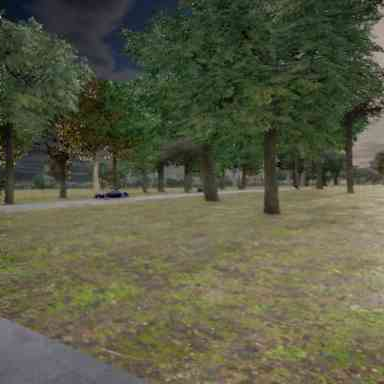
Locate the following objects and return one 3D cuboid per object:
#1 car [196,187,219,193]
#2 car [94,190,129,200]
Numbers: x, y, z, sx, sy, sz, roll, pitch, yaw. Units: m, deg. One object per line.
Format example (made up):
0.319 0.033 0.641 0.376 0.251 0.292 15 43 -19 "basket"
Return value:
3.010 -0.500 63.564 2.033 1.411 5.357 -1 1 38 "car"
-11.029 0.400 45.511 1.895 1.301 4.718 -1 2 38 "car"
